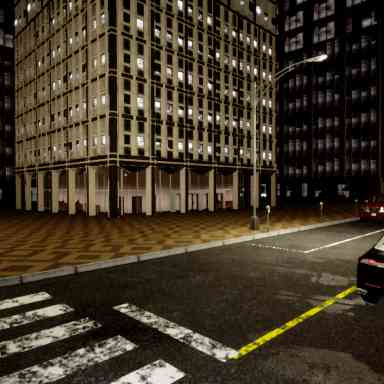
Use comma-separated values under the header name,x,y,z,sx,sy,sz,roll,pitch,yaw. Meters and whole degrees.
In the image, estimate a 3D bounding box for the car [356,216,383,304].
name,x,y,z,sx,sy,sz,roll,pitch,yaw
car,5.081,1.410,6.937,4.902,1.511,2.128,-1,1,-44

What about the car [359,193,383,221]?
name,x,y,z,sx,sy,sz,roll,pitch,yaw
car,12.800,1.022,21.876,5.009,1.841,2.192,-1,1,-44
